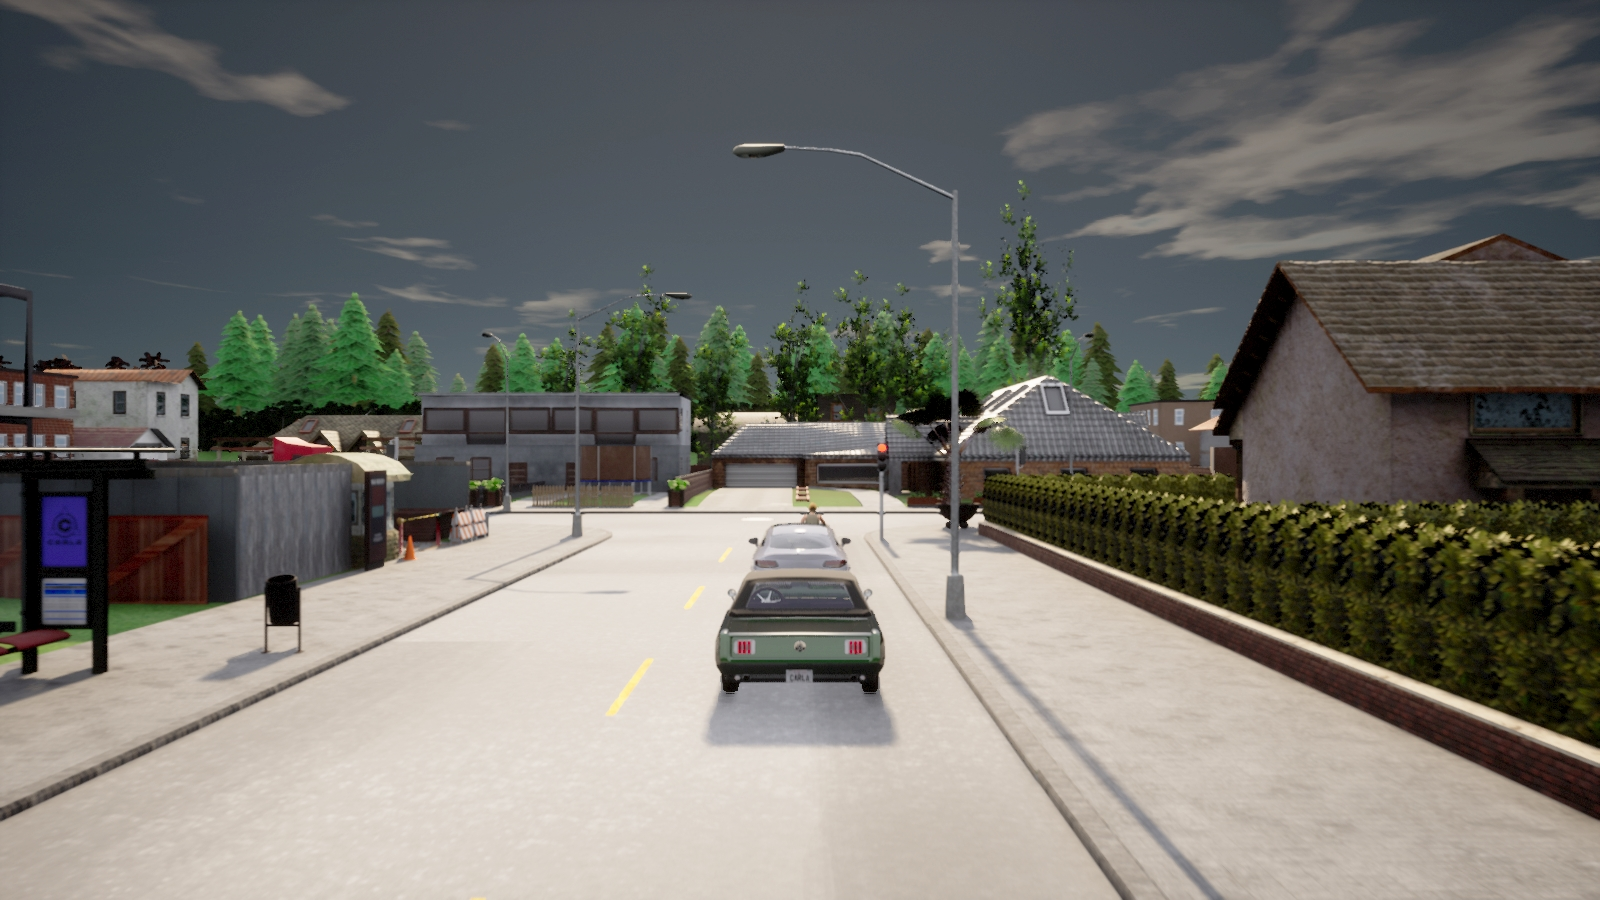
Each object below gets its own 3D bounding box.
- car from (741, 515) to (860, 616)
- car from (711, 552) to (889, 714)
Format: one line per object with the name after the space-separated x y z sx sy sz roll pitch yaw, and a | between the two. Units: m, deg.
-0.002 2.096 21.701 2.002 1.442 4.674 0 0 0 | car
0.000 2.165 14.544 1.895 1.301 4.718 0 0 0 | car
